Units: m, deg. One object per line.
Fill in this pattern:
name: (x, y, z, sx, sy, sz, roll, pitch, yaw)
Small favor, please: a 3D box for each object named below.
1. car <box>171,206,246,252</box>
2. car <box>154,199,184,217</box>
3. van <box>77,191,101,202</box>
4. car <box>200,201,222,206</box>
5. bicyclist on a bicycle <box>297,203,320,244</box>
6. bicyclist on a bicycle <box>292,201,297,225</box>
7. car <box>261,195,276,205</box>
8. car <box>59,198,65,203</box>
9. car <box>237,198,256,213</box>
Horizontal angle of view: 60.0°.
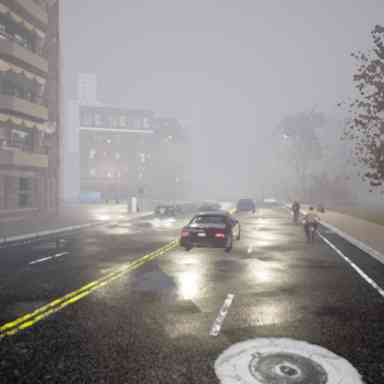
car: (0.939, 1.531, 13.987, 2.033, 1.411, 5.357, 0, 0, 13)
car: (-2.029, 1.457, 30.967, 2.128, 1.511, 4.902, 0, 0, 12)
van: (-18.021, 0.822, 58.493, 3.998, 1.788, 1.690, 1, -1, -18)
car: (1.771, 1.561, 33.149, 1.895, 1.301, 4.718, 0, 0, 12)
bicyclist on a bicycle: (5.200, 1.420, 14.566, 0.866, 1.612, 1.509, 0, 0, 14)
bicyclist on a bicycle: (7.199, 1.426, 23.017, 0.582, 1.620, 1.656, 0, 0, 13)
car: (13.055, 1.523, 56.070, 1.895, 1.301, 4.718, 0, 0, 10)
car: (-20.844, 1.053, 48.735, 4.206, 1.307, 1.802, 1, -1, -18)
car: (5.952, 1.432, 36.348, 1.882, 1.535, 5.008, 0, 0, 12)
